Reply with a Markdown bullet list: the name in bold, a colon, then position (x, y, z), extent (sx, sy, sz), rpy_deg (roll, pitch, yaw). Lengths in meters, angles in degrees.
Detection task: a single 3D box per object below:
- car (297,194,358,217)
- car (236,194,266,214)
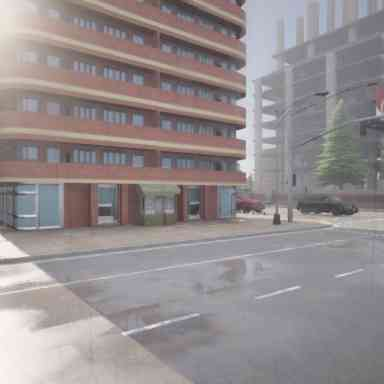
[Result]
- **car**: position (12.736, 1.220, 31.714), extent (2.150, 2.045, 5.566), rpy_deg (0, 0, -37)
- **car**: position (5.315, 1.224, 35.827), extent (2.150, 2.045, 5.566), rpy_deg (0, 0, -36)
